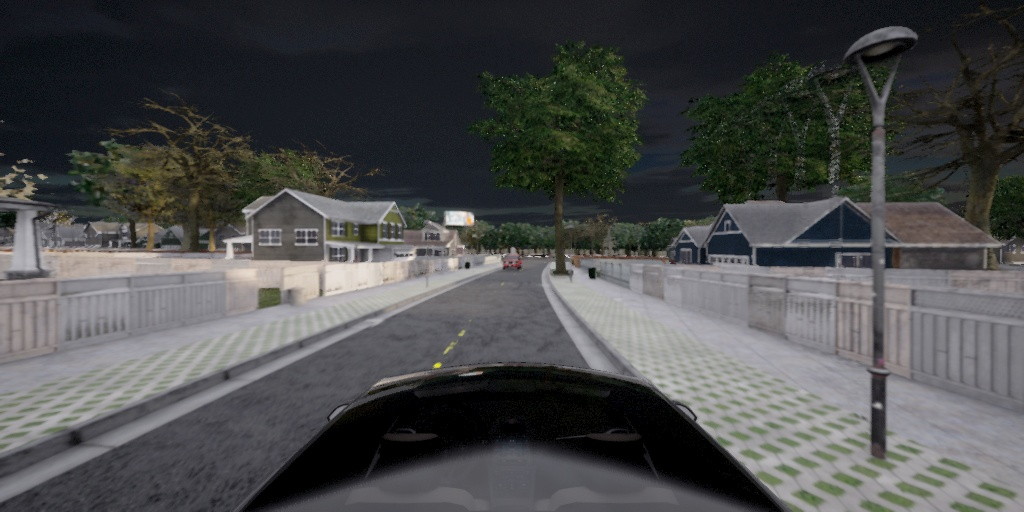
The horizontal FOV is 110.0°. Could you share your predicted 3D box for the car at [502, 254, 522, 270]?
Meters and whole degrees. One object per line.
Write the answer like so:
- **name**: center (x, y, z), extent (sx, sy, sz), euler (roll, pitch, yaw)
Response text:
- **car**: center (0.111, 0.775, 48.164), extent (2.150, 2.045, 5.566), euler (0, 1, 7)
